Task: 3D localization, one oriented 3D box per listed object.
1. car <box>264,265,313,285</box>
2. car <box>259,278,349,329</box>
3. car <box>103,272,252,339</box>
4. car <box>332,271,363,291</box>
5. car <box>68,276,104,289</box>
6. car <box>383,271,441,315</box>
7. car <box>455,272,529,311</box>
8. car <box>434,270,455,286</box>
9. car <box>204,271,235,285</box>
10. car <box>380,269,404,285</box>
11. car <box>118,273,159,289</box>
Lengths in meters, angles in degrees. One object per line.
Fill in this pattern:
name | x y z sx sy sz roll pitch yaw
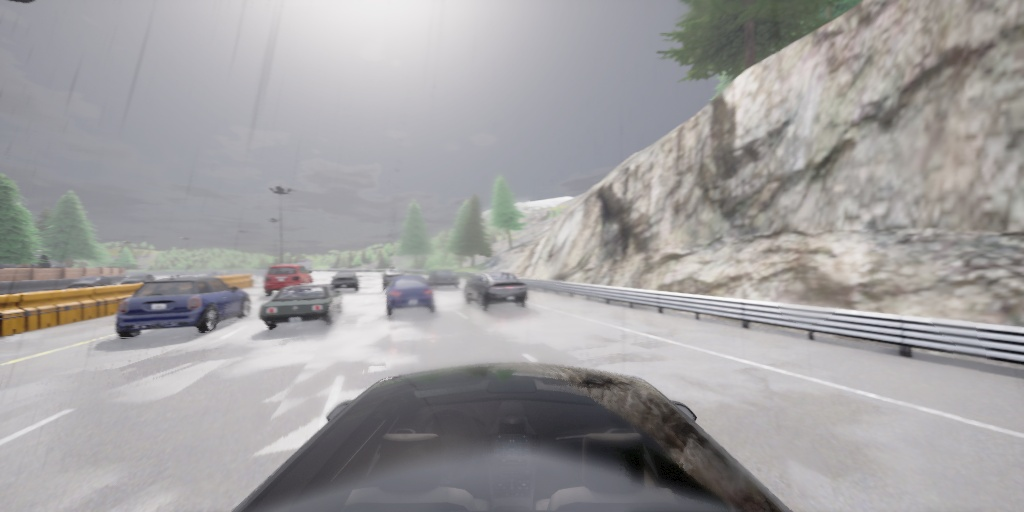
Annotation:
car | -15.581 1.659 25.276 2.150 2.045 5.566 -1 -1 -20
car | -7.238 1.672 12.861 1.895 1.301 4.718 -1 -1 -20
car | -10.703 1.498 12.147 2.097 1.767 4.553 -1 -1 -20
car | -12.678 1.901 27.512 1.837 1.490 4.892 -1 0 -21
car | -44.685 2.863 38.344 2.033 1.411 5.357 -1 -1 -28
car | -4.388 1.559 15.282 1.812 1.442 4.674 -1 -1 -20
car | -0.842 1.444 15.755 2.128 1.511 4.902 -1 -1 -20
car | -5.332 1.768 27.854 2.033 1.411 5.357 -1 -1 -20
car | -36.107 2.677 44.411 2.128 1.511 4.902 -1 -1 -29
car | -9.386 1.822 28.699 2.128 1.511 4.902 -1 -1 -21
car | -41.847 2.778 40.348 1.837 1.490 4.892 -1 -1 -29
